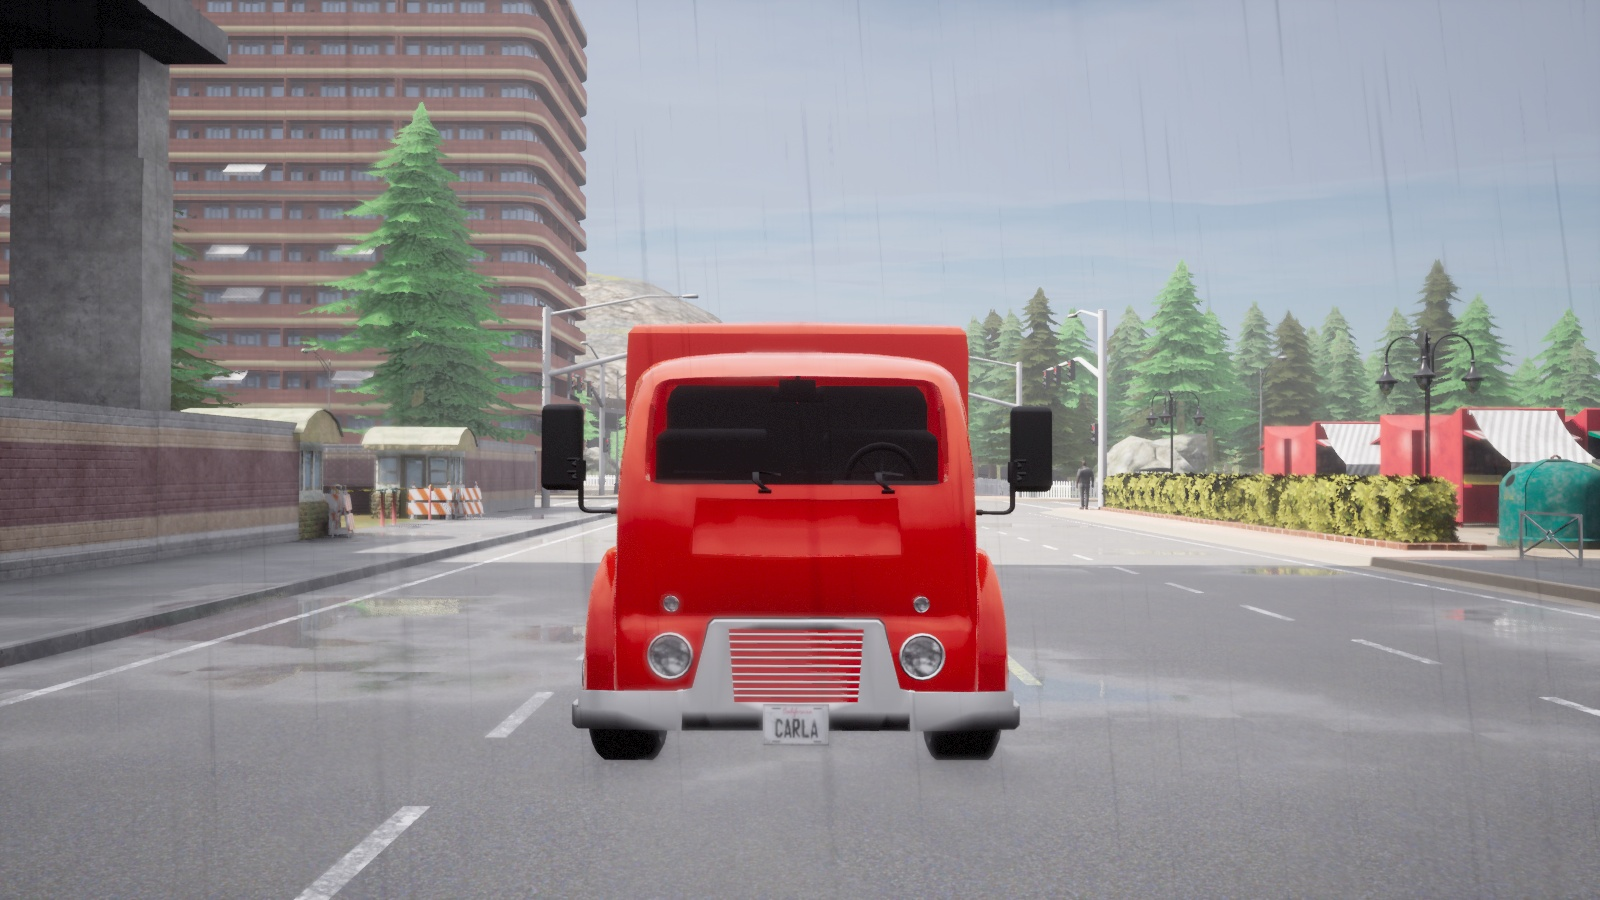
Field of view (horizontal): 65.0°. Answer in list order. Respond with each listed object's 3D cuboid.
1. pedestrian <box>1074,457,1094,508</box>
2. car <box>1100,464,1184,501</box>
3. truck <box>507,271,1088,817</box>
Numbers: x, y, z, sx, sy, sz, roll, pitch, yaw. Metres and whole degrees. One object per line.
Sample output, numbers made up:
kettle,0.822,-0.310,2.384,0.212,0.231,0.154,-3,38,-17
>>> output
pedestrian,10.594,1.210,46.794,0.563,1.883,0.849,0,-1,2
car,17.762,1.690,65.387,3.866,1.878,1.905,0,-1,0
truck,-0.022,0.467,8.307,2.627,2.467,5.204,0,-1,0
